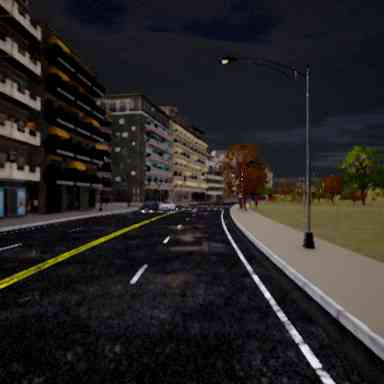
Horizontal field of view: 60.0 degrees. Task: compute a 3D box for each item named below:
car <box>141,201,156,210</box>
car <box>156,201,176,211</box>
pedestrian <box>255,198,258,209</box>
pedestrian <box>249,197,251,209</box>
[{"bbox_3d":[-6.482,2.104,52.371,2.033,1.411,5.357,0,-1,7],"label":"car"},{"bbox_3d":[-3.594,2.047,49.318,1.812,1.442,4.674,0,-1,7],"label":"car"},{"bbox_3d":[10.180,1.766,52.526,0.375,1.860,0.375,0,-1,7],"label":"pedestrian"},{"bbox_3d":[9.113,1.715,52.057,0.375,1.860,0.375,0,-1,7],"label":"pedestrian"}]
